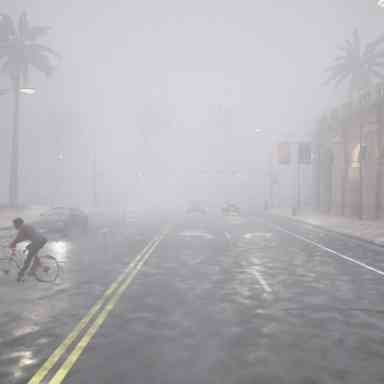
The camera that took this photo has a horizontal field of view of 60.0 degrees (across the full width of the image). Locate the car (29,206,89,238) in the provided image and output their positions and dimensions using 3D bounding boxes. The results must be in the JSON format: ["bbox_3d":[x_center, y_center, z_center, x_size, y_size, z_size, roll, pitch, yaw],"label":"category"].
[{"bbox_3d":[-6.953,1.526,17.883,1.812,1.442,4.674,0,0,1],"label":"car"}]

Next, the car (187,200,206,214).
[{"bbox_3d":[0.436,1.547,34.867,2.033,1.411,5.357,0,0,1],"label":"car"}]

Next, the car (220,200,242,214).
[{"bbox_3d":[3.970,1.526,34.847,1.812,1.442,4.674,0,0,2],"label":"car"}]

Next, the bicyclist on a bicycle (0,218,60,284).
[{"bbox_3d":[-4.063,1.455,8.133,1.656,1.620,0.582,-2,0,0],"label":"bicyclist on a bicycle"}]
